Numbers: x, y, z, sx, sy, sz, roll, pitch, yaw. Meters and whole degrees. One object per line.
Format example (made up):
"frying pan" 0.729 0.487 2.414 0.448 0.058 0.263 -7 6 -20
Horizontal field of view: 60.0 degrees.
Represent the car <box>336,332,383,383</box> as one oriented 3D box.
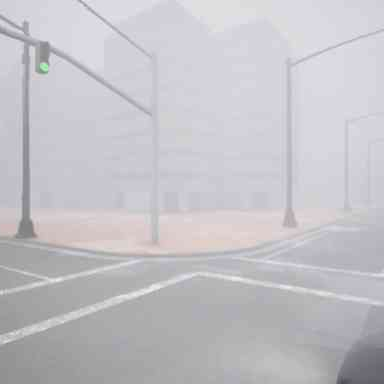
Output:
"car" 3.313 1.496 1.625 4.892 1.490 1.837 -1 0 36
